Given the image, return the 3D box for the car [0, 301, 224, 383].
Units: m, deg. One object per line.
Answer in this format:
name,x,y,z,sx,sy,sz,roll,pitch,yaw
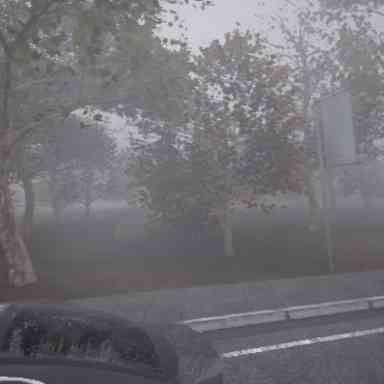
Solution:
car,-2.077,1.580,1.871,4.892,1.490,1.837,0,-2,-21
